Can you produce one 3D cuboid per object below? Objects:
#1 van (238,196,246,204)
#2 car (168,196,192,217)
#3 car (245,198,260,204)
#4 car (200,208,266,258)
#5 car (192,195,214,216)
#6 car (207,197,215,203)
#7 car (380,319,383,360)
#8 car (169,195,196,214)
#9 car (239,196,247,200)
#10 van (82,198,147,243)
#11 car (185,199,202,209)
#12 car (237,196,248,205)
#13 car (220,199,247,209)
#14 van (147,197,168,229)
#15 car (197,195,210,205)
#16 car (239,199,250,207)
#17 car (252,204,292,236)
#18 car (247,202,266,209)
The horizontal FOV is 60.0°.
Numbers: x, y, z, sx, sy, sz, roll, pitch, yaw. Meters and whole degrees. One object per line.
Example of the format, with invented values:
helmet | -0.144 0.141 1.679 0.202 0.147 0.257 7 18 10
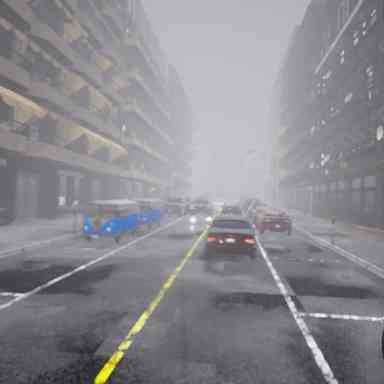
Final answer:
van | 12.062 1.944 80.345 1.690 1.788 3.998 3 0 7
car | -1.645 1.341 31.914 2.192 1.841 5.009 3 0 7
car | 6.170 1.670 30.913 1.967 1.590 4.097 3 0 7
car | 1.518 1.608 13.108 2.033 1.411 5.357 1 0 7
car | 1.056 1.453 33.646 2.097 1.767 4.553 1 0 7
car | 4.928 2.033 86.826 1.802 1.307 4.206 3 0 7
car | 3.182 1.612 2.433 1.812 1.442 4.674 1 0 7
car | -0.986 1.376 37.404 2.192 1.841 5.009 3 0 7
car | 7.453 1.614 41.901 2.192 1.841 5.009 3 0 7
van | -3.623 1.271 15.440 1.690 1.788 3.998 3 0 7
car | 0.319 1.699 48.388 1.947 1.339 4.313 3 0 7
car | 11.405 1.869 74.853 2.192 1.841 5.009 3 0 7
car | 3.601 1.652 30.433 2.128 1.511 4.902 1 0 7
van | -2.964 1.302 20.932 1.690 1.788 3.998 3 0 7
car | 2.307 1.573 64.859 2.192 1.841 5.009 3 0 7
car | 10.075 2.043 63.868 1.802 1.307 4.206 3 0 7
car | 4.840 1.709 19.931 1.887 1.381 4.507 3 0 7
car | 5.499 1.741 25.422 1.887 1.381 4.507 3 0 7
